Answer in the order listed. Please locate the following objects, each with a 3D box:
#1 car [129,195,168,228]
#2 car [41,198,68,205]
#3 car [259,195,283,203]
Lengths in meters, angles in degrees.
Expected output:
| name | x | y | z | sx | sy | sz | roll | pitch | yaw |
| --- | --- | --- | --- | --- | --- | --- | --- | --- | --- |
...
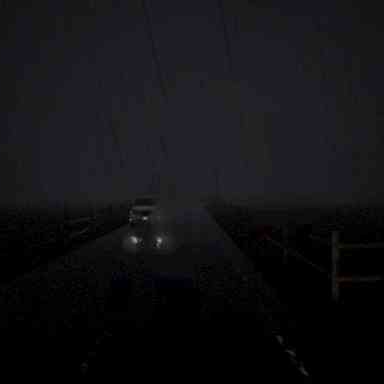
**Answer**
| name | x | y | z | sx | sy | sz | roll | pitch | yaw |
| --- | --- | --- | --- | --- | --- | --- | --- | --- | --- |
| car | -2.848 | 1.266 | 23.011 | 2.150 | 2.045 | 5.566 | 0 | 0 | 0 |
| car | -27.637 | 2.018 | 66.948 | 5.008 | 1.535 | 1.882 | -1 | 1 | 0 |
| car | 16.010 | 1.302 | 67.050 | 4.553 | 1.767 | 2.097 | -1 | 1 | 0 |
